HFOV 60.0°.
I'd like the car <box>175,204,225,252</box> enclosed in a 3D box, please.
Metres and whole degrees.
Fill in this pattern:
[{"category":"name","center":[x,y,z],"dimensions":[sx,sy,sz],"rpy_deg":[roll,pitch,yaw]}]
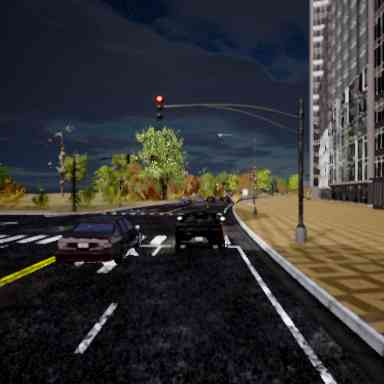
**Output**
[{"category":"car","center":[0.386,1.512,14.200],"dimensions":[1.882,1.535,5.008],"rpy_deg":[0,0,3]}]

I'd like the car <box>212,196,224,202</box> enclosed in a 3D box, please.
[{"category":"car","center":[6.493,1.608,82.688],"dimensions":[2.033,1.411,5.357],"rpy_deg":[0,0,14]}]

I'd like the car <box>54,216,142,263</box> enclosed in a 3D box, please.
[{"category":"car","center":[-3.083,1.576,11.992],"dimensions":[2.033,1.411,5.357],"rpy_deg":[0,0,1]}]

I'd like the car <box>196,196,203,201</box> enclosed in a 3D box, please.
[{"category":"car","center":[1.898,1.662,77.116],"dimensions":[1.882,1.535,5.008],"rpy_deg":[0,0,12]}]

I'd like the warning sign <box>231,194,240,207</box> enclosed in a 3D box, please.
[{"category":"warning sign","center":[6.573,1.245,50.411],"dimensions":[1.300,1.860,1.060],"rpy_deg":[0,0,8]}]

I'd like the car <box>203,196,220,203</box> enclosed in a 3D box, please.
[{"category":"car","center":[4.266,1.660,72.577],"dimensions":[1.882,1.535,5.008],"rpy_deg":[0,0,12]}]

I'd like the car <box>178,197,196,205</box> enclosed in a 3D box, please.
[{"category":"car","center":[-1.126,1.703,61.778],"dimensions":[2.033,1.411,5.357],"rpy_deg":[0,0,10]}]

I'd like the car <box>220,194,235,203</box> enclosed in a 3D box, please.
[{"category":"car","center":[7.546,1.664,72.382],"dimensions":[1.882,1.535,5.008],"rpy_deg":[0,0,12]}]
